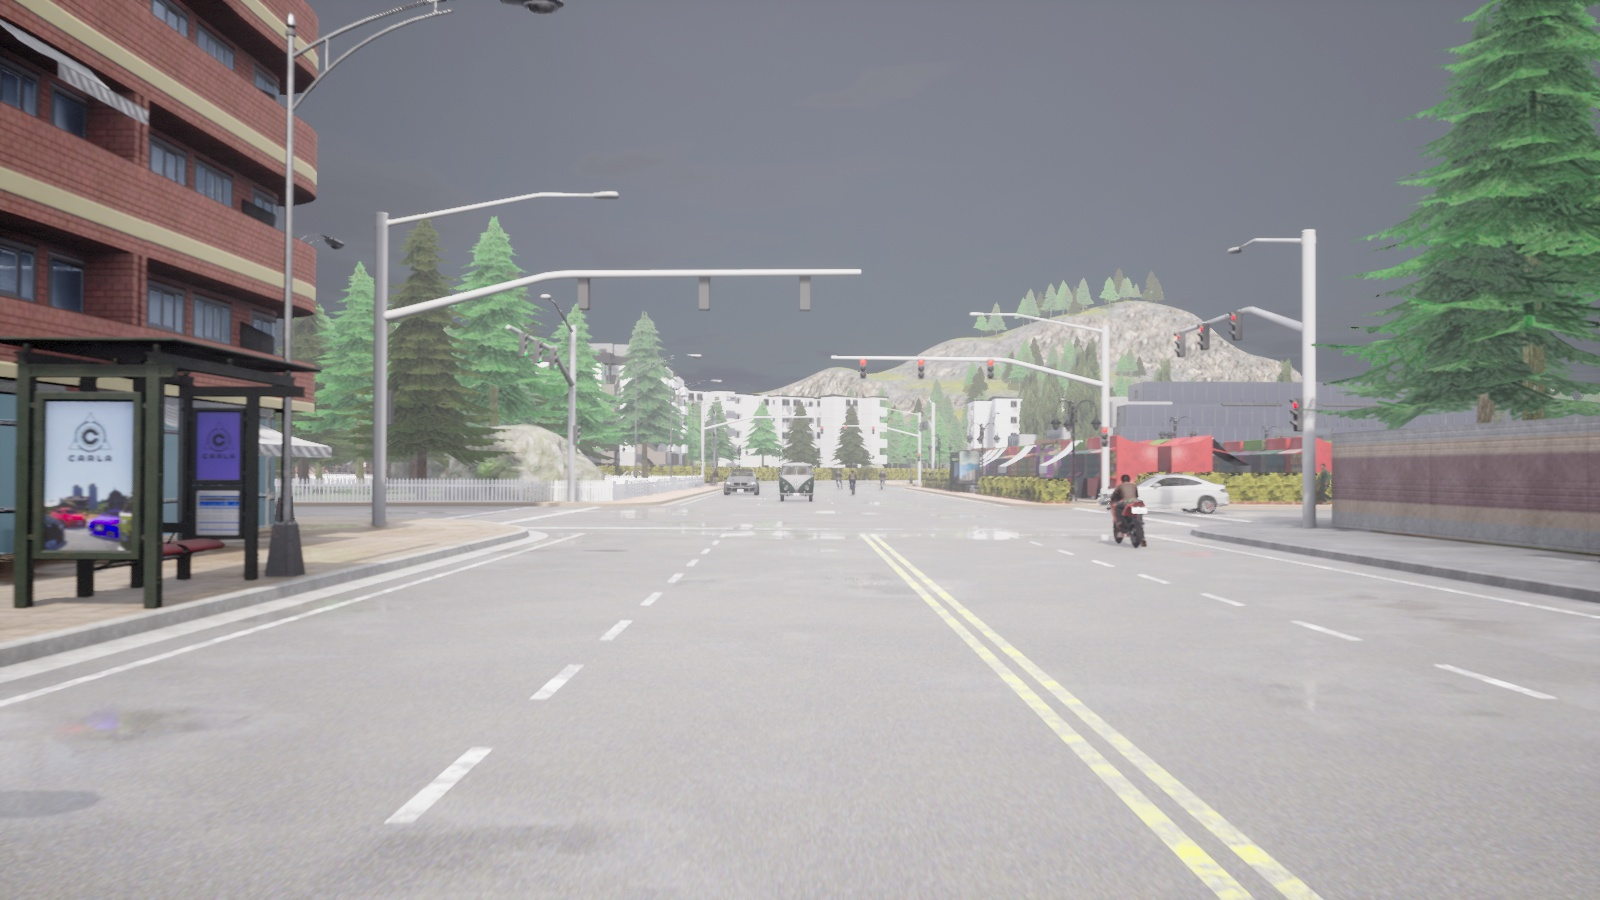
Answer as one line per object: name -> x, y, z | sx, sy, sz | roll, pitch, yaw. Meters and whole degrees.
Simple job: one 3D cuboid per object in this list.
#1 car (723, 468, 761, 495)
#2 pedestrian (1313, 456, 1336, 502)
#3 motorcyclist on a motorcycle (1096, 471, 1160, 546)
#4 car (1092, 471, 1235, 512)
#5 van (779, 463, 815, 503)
car -> -3.704, 2.024, 80.652 | 2.242, 1.667, 4.611 | 0, -1, 0
pedestrian -> 22.184, 1.214, 53.137 | 0.788, 1.949, 0.423 | 0, -1, -2
motorcyclist on a motorcycle -> 6.932, 1.215, 26.622 | 0.797, 1.523, 2.044 | 0, -1, 0
car -> 13.235, 1.506, 45.909 | 4.674, 1.442, 1.812 | 0, -1, -4
van -> -0.164, 1.647, 64.646 | 1.775, 1.987, 4.442 | 0, -1, 0
